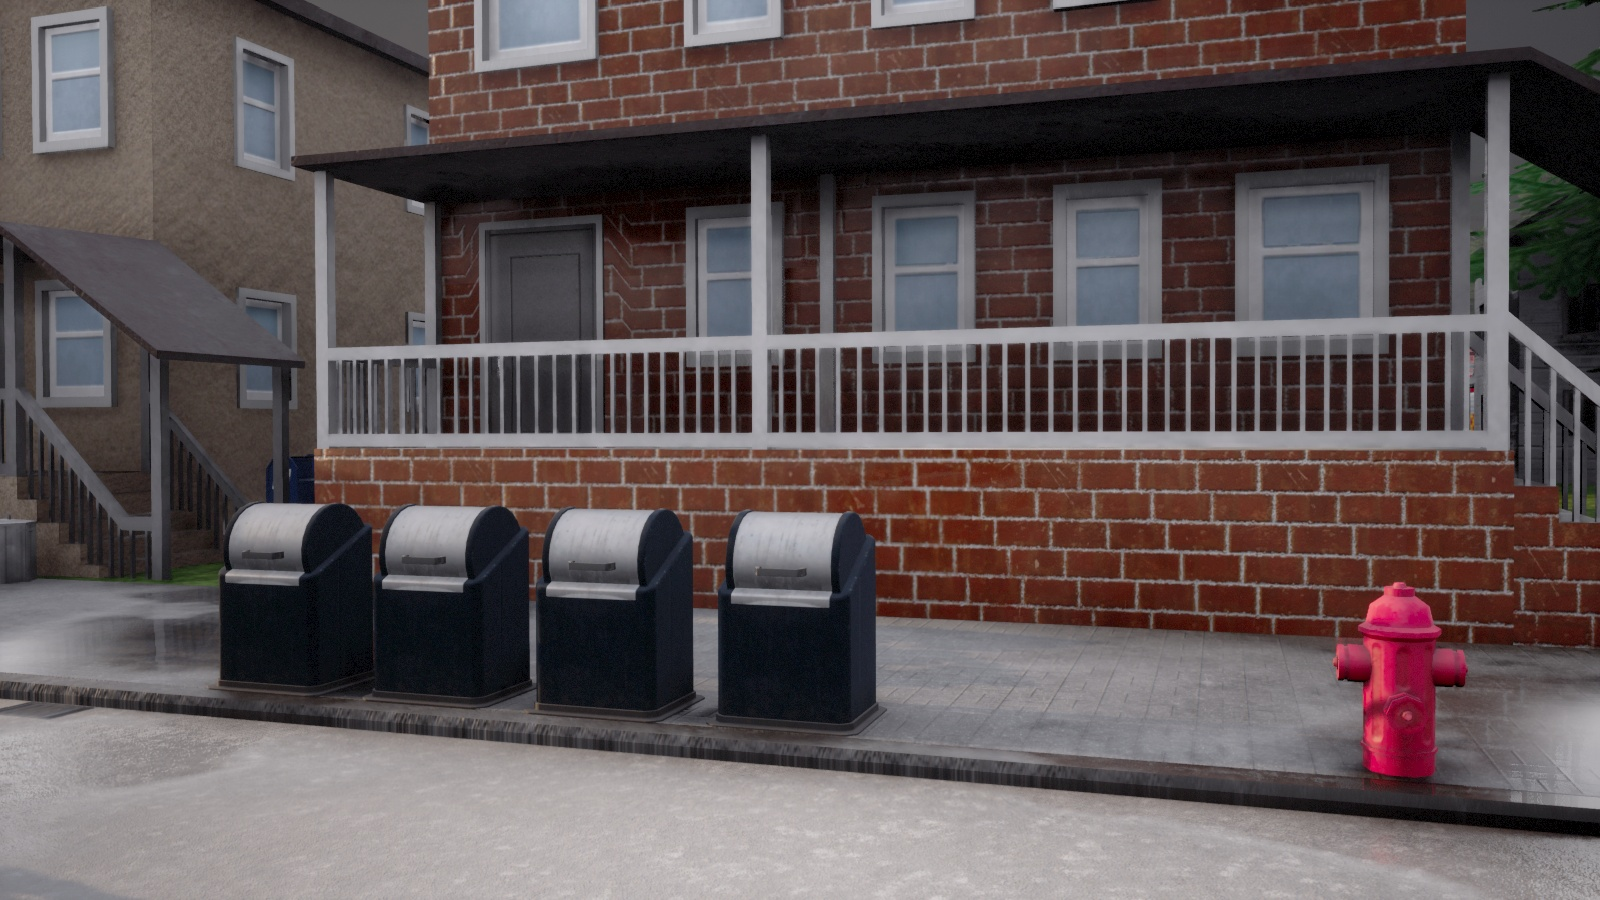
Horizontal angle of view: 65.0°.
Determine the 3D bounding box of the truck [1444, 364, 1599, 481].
[{"bbox_3d":[26.759,-0.918,42.503,8.468,3.827,2.891,1,1,18],"label":"truck"}]
